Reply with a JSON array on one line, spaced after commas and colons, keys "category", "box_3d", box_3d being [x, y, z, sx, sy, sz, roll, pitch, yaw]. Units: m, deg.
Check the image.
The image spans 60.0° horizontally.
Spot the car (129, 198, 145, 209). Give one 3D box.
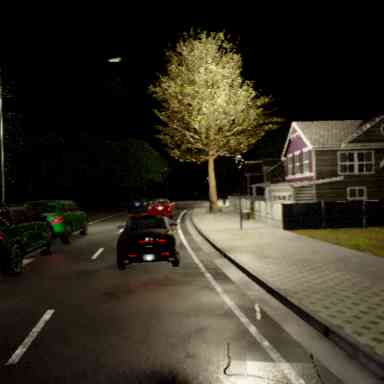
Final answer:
[{"category": "car", "box_3d": [-5.983, 1.481, 39.638, 2.097, 1.767, 4.553, -2, 0, 5]}]

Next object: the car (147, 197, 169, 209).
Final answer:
[{"category": "car", "box_3d": [-5.102, 1.628, 50.511, 2.128, 1.511, 4.902, -2, 0, 8]}]

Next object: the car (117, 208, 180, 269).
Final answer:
[{"category": "car", "box_3d": [-1.499, 1.534, 11.435, 1.837, 1.490, 4.892, -2, 0, -8]}]

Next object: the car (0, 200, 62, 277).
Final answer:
[{"category": "car", "box_3d": [-6.222, 1.399, 10.863, 2.150, 2.045, 5.566, -2, 0, -7]}]

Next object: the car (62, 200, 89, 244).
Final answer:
[{"category": "car", "box_3d": [-6.845, 1.411, 16.803, 2.150, 2.045, 5.566, -2, 0, -5]}]

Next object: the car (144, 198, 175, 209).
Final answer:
[{"category": "car", "box_3d": [-2.635, 1.390, 29.505, 2.097, 1.767, 4.553, -2, 0, -1]}]
